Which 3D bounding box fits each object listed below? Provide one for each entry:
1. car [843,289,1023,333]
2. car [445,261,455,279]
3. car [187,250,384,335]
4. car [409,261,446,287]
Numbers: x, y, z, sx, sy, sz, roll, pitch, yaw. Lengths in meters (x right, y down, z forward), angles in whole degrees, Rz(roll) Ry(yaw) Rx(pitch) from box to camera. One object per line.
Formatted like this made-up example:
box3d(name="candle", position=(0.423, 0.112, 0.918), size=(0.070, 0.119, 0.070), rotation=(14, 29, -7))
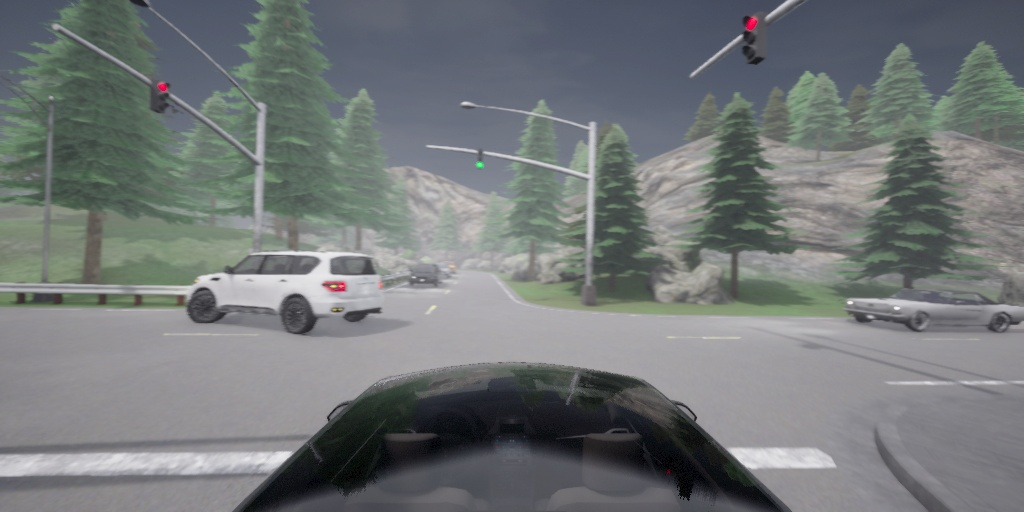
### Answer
box3d(name="car", position=(14.244, 1.791, 12.255), size=(4.718, 1.301, 1.895), rotation=(1, -1, -5))
box3d(name="car", position=(-6.878, 1.395, 34.653), size=(1.812, 1.442, 4.674), rotation=(2, -1, -5))
box3d(name="car", position=(-6.366, 0.879, 10.185), size=(5.566, 2.045, 2.150), rotation=(1, -2, 18))
box3d(name="car", position=(-6.012, 1.314, 25.458), size=(1.837, 1.490, 4.892), rotation=(2, 0, -5))
